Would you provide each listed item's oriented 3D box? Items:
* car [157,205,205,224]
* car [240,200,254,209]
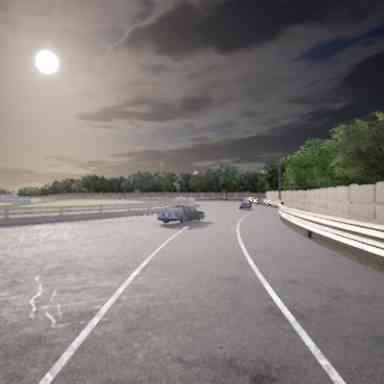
[{"bbox_3d":[-0.793,1.787,27.007,2.033,1.411,5.357,0,-1,27],"label":"car"},{"bbox_3d":[8.870,2.072,54.779,1.812,1.442,4.674,0,-1,12],"label":"car"}]
